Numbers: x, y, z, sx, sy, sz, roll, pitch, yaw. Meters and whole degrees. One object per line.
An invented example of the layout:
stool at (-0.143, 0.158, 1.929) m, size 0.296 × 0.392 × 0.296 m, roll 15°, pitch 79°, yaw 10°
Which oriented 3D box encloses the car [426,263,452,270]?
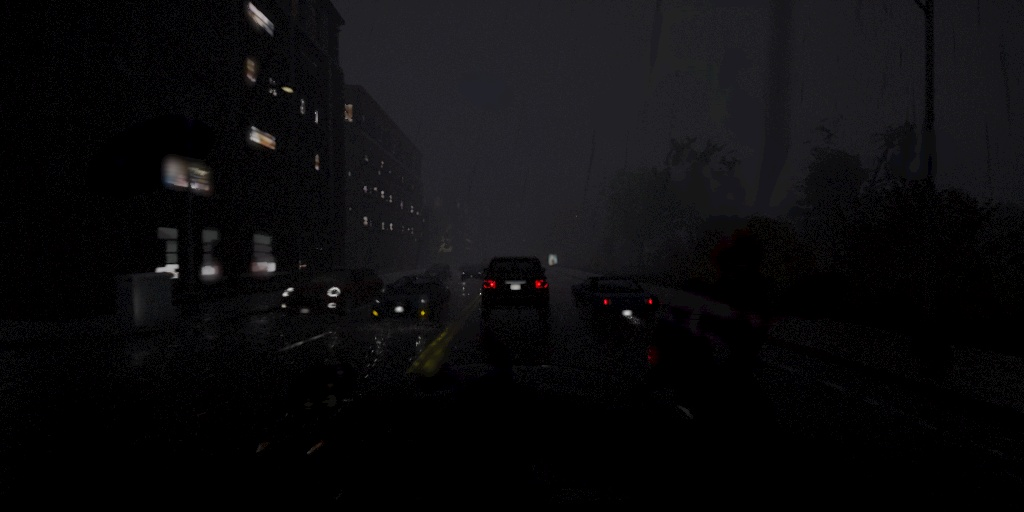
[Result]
car at (-6.582, 1.403, 32.557) m, size 2.128 × 1.511 × 4.902 m, roll -1°, pitch 0°, yaw 0°

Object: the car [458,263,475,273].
car at (-6.475, 1.635, 51.237) m, size 1.895 × 1.301 × 4.718 m, roll -1°, pitch 0°, yaw 0°

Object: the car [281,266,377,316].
car at (-6.685, 1.209, 13.936) m, size 2.097 × 1.767 × 4.553 m, roll -1°, pitch 0°, yaw 2°

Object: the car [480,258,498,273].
car at (-3.229, 1.258, 51.235) m, size 2.150 × 2.045 × 5.566 m, roll -1°, pitch 0°, yaw 0°

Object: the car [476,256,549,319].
car at (0.102, 1.019, 13.257) m, size 2.150 × 2.045 × 5.566 m, roll -1°, pitch 0°, yaw 0°

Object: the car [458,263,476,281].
car at (-3.334, 1.407, 31.739) m, size 1.812 × 1.442 × 4.674 m, roll -1°, pitch 0°, yaw 0°

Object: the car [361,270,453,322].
car at (-3.351, 1.389, 12.615) m, size 1.994 × 1.385 × 4.181 m, roll -1°, pitch 0°, yaw 0°

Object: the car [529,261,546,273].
car at (3.271, 1.395, 46.672) m, size 1.812 × 1.442 × 4.674 m, roll -1°, pitch 0°, yaw 0°

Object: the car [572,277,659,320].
car at (3.351, 1.367, 12.646) m, size 1.895 × 1.301 × 4.718 m, roll -1°, pitch 0°, yaw 0°
